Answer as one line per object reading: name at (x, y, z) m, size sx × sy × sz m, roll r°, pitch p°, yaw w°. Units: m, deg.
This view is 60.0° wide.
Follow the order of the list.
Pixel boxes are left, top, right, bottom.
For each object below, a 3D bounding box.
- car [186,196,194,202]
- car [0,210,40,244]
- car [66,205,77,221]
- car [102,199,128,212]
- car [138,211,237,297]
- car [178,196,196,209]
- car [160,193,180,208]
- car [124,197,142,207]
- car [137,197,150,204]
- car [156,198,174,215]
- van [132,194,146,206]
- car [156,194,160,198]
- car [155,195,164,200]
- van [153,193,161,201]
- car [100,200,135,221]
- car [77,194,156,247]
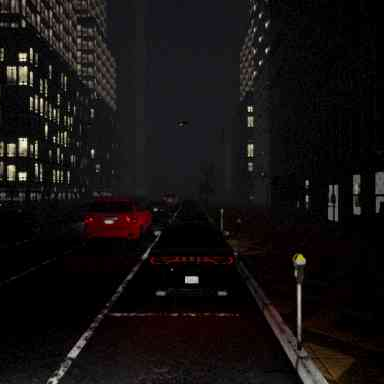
car at (-0.452, 1.533, 78.399) m, size 1.802 × 1.307 × 4.206 m, roll 0°, pitch 0°, yaw 0°
car at (-8.833, 1.563, 15.800) m, size 1.947 × 1.339 × 4.313 m, roll 0°, pitch 0°, yaw 0°
car at (-8.832, 1.575, 27.183) m, size 1.802 × 1.307 × 4.206 m, roll 0°, pitch 0°, yaw 0°
car at (-8.833, 1.537, 38.569) m, size 2.008 × 1.369 × 4.403 m, roll 0°, pitch 0°, yaw 0°
car at (-0.006, 1.477, 8.649) m, size 1.882 × 1.535 × 5.008 m, roll 0°, pitch 0°, yaw 0°
car at (-0.452, 1.548, 44.248) m, size 1.947 × 1.339 × 4.313 m, roll 0°, pitch 0°, yaw 0°
car at (-3.047, 1.200, 49.199) m, size 2.150 × 2.045 × 5.566 m, roll 0°, pitch 0°, yaw 0°
car at (-8.833, 1.523, 49.953) m, size 1.887 × 1.381 × 4.507 m, roll 0°, pitch 0°, yaw 0°
car at (-8.833, 1.550, 61.338) m, size 1.802 × 1.307 × 4.206 m, roll 0°, pitch 0°, yaw 0°
car at (-3.050, 1.538, 30.077) m, size 2.033 × 1.411 × 5.357 m, roll 0°, pitch 0°, yaw 0°
van at (-8.832, 1.315, 55.646) m, size 1.690 × 1.788 × 3.998 m, roll 0°, pitch 0°, yaw 0°
car at (-8.832, 1.391, 78.413) m, size 1.967 × 1.590 × 4.097 m, roll 0°, pitch 0°, yaw 0°
car at (-8.832, 1.504, 89.799) m, size 1.947 × 1.339 × 4.313 m, roll 0°, pitch 0°, yaw 0°
van at (-8.831, 1.286, 84.106) m, size 1.690 × 1.788 × 3.998 m, roll 0°, pitch 0°, yaw 0°
car at (-6.243, 1.496, 28.363) m, size 1.837 × 1.490 × 4.892 m, roll 0°, pitch 0°, yaw 0°
car at (-3.148, 1.219, 15.196) m, size 2.150 × 2.045 × 5.566 m, roll 0°, pitch 0°, yaw 0°
